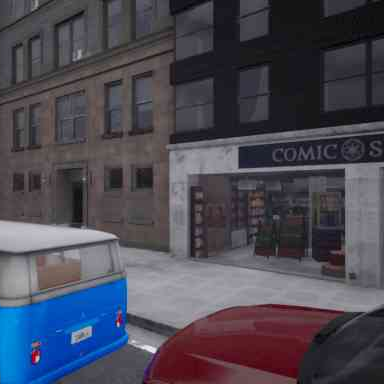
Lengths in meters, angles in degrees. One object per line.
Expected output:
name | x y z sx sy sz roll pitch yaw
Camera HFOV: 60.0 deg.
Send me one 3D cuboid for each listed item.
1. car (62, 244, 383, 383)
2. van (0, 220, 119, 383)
car | 1.899 1.315 1.456 5.009 1.841 2.192 0 0 36
van | -2.723 1.341 4.755 3.998 1.788 1.690 0 0 36
